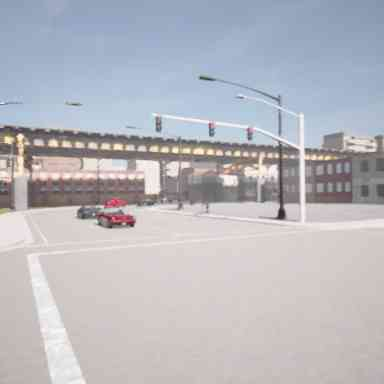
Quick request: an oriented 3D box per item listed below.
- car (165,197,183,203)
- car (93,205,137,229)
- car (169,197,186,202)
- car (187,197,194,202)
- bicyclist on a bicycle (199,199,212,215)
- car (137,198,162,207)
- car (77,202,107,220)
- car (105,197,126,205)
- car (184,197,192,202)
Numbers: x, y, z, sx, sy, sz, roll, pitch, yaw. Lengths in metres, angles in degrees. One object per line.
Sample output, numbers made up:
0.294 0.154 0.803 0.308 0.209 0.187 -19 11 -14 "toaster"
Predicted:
-4.103 2.261 92.409 4.974 1.542 2.038 -1 -1 34 "car"
-5.636 1.888 24.583 1.895 1.301 4.718 -1 -1 -28 "car"
-4.149 2.104 92.439 4.536 1.218 1.853 -1 -1 34 "car"
-0.406 2.051 91.960 1.853 1.218 4.536 -1 0 4 "car"
1.393 1.579 34.797 1.656 1.620 0.582 -1 0 -28 "bicyclist on a bicycle"
-8.853 2.156 66.467 2.128 1.511 4.902 -1 -1 38 "car"
-10.281 1.984 33.489 1.994 1.385 4.181 -1 -1 -28 "car"
-13.034 1.862 56.582 2.150 2.045 5.566 -1 0 9 "car"
-0.406 2.208 91.907 2.038 1.542 4.974 -1 0 4 "car"
